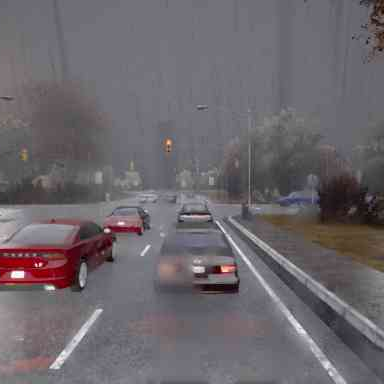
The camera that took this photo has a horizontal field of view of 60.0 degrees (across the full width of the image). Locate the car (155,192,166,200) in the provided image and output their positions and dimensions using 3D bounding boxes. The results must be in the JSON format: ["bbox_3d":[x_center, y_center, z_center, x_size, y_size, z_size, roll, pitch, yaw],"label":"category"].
[{"bbox_3d":[-7.107,0.873,75.760,2.128,1.511,4.902,0,1,-1],"label":"car"}]

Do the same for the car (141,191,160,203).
[{"bbox_3d":[-7.081,0.791,55.199,2.150,2.045,5.566,0,0,0],"label":"car"}]

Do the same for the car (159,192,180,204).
[{"bbox_3d":[-3.466,1.080,53.022,2.128,1.511,4.902,0,1,1],"label":"car"}]

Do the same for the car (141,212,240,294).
[{"bbox_3d":[0.102,1.516,8.883,2.033,1.411,5.357,0,0,0],"label":"car"}]

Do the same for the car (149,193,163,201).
[{"bbox_3d":[-7.039,0.963,65.372,2.128,1.511,4.902,0,1,0],"label":"car"}]

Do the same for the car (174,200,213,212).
[{"bbox_3d":[0.133,1.380,18.575,2.128,1.511,4.902,0,0,-1],"label":"car"}]

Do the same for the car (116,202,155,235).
[{"bbox_3d":[-3.395,1.458,17.943,1.994,1.385,4.181,0,0,0],"label":"car"}]

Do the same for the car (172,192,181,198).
[{"bbox_3d":[-4.119,0.688,88.543,2.128,1.511,4.902,0,1,-4],"label":"car"}]

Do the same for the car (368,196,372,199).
[{"bbox_3d":[24.074,1.217,43.738,5.357,1.411,2.033,0,1,-3],"label":"car"}]

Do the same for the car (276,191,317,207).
[{"bbox_3d":[13.773,0.896,43.157,5.566,2.045,2.150,0,1,-4],"label":"car"}]

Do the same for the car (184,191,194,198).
[{"bbox_3d":[-0.473,0.716,86.142,2.128,1.511,4.902,0,1,-4],"label":"car"}]

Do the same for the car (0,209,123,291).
[{"bbox_3d":[-3.396,1.445,8.956,1.882,1.535,5.008,0,0,0],"label":"car"}]
